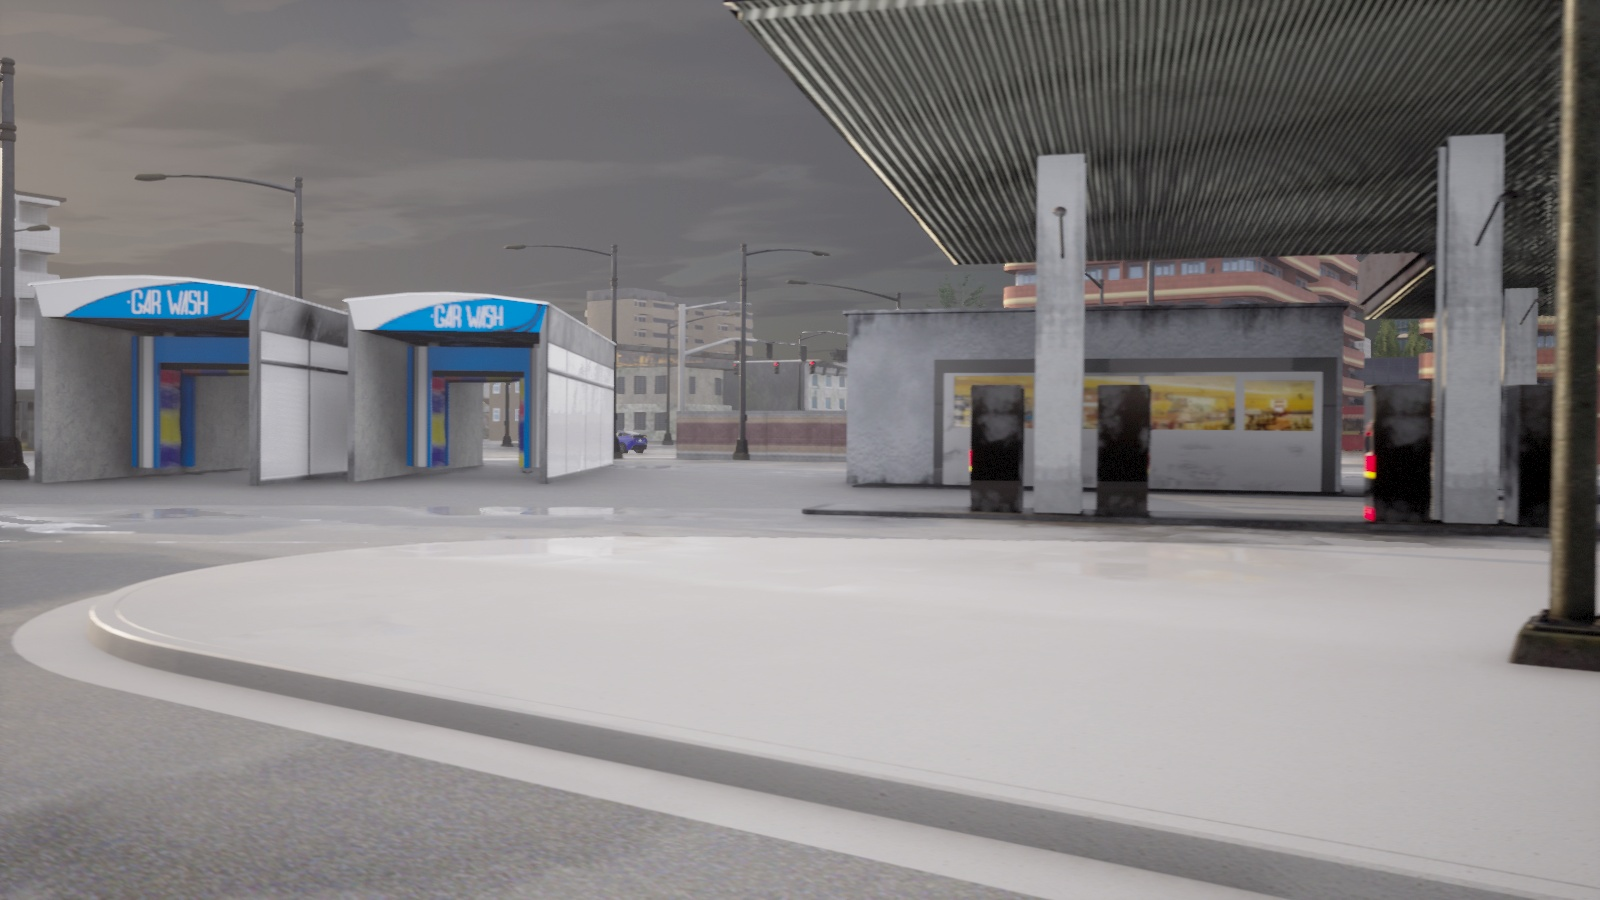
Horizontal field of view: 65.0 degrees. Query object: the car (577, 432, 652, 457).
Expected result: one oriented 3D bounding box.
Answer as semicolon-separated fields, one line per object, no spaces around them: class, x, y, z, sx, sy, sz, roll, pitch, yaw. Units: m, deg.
car;-11.980;-0.354;81.035;4.514;1.525;2.007;0;1;32
